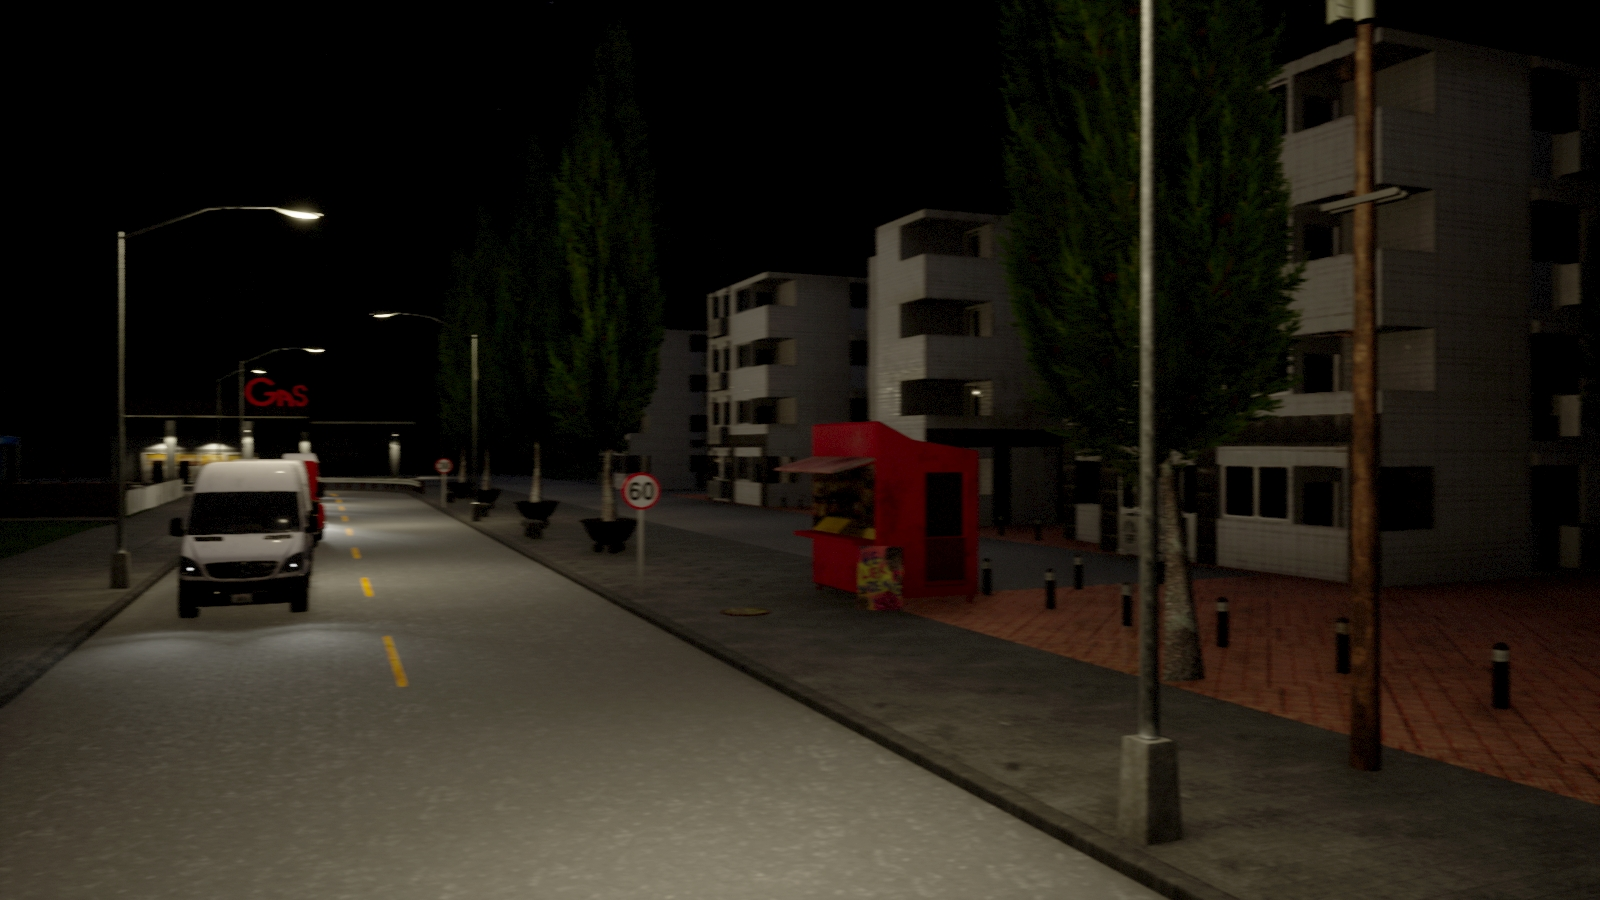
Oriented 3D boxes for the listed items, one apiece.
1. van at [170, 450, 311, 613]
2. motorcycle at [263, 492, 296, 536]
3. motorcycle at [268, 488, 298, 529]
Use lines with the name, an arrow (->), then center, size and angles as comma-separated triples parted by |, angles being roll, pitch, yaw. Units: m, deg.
van -> -10.160, 1.292, 21.130 | 1.988, 2.561, 5.915 | 0, 0, -23
motorcycle -> -15.832, 1.924, 34.787 | 0.856, 1.236, 1.805 | 0, 0, -23
motorcycle -> -17.423, 1.943, 38.556 | 0.867, 1.251, 2.209 | 0, 0, -23
